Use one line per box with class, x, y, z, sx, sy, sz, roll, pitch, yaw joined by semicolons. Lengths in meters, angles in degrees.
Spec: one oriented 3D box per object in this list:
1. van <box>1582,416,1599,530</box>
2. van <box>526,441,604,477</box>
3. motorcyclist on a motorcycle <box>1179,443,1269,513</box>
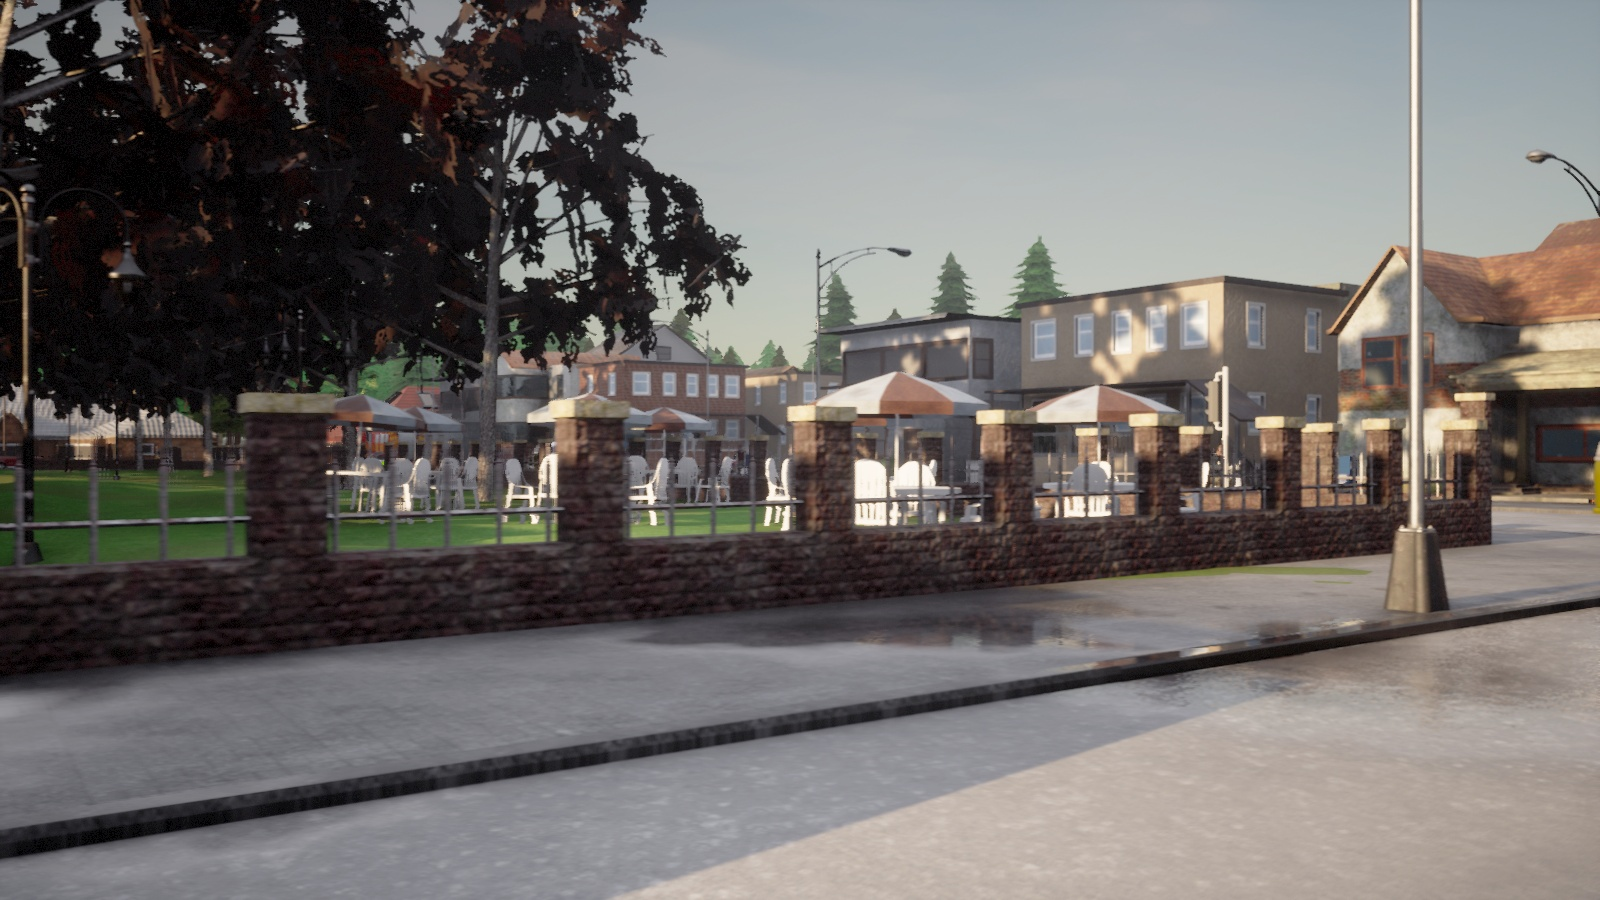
van;15.733;0.401;20.736;1.775;1.987;4.442;0;0;-32
van;-14.159;0.536;75.497;4.480;2.038;2.069;0;1;-14
motorcyclist on a motorcycle;9.885;0.634;29.315;0.866;1.590;1.817;0;0;-35
